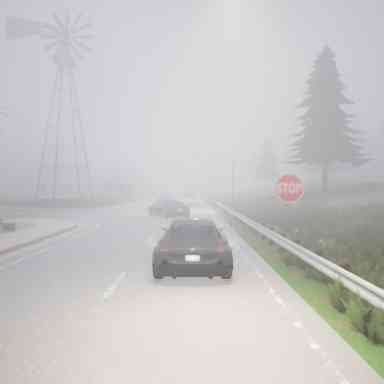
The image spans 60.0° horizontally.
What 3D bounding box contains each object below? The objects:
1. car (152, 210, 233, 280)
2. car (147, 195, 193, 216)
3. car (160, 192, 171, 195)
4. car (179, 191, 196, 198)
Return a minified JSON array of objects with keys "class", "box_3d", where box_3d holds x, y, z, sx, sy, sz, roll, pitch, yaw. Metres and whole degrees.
[{"class":"car","box_3d":[0.022,1.425,9.506,1.994,1.385,4.181,0,1,0]},{"class":"car","box_3d":[-1.837,1.201,25.152,1.994,1.385,4.181,0,1,-28]},{"class":"car","box_3d":[-3.759,0.824,46.270,2.128,1.511,4.902,0,1,0]},{"class":"car","box_3d":[-1.038,0.530,67.016,2.128,1.511,4.902,0,1,-29]}]
